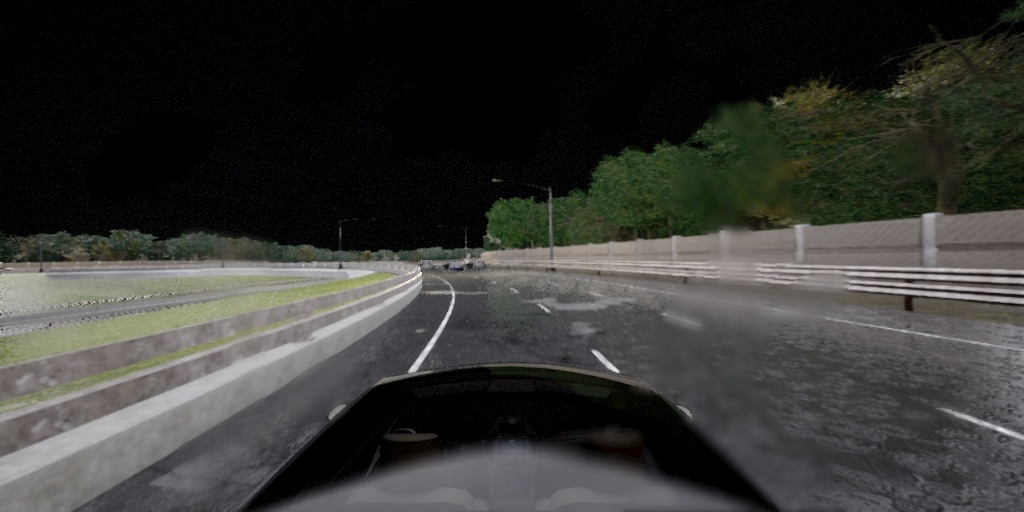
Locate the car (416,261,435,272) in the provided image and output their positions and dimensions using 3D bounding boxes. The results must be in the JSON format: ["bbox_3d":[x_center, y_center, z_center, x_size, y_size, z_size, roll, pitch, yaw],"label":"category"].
[{"bbox_3d":[-12.476,1.477,51.436,2.128,1.511,4.902,-1,0,-28],"label":"car"}]

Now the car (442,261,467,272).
[{"bbox_3d":[-8.535,1.469,51.431,1.994,1.385,4.181,-1,0,-27],"label":"car"}]

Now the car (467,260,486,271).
[{"bbox_3d":[-5.355,1.331,53.098,2.128,1.511,4.902,-1,0,-25],"label":"car"}]
